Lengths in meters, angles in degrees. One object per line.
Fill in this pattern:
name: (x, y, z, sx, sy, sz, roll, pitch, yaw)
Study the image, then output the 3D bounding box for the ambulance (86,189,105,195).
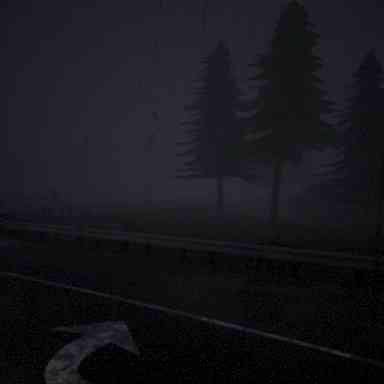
ambulance: (-22.011, 0.435, 75.627, 2.351, 2.431, 6.366, 0, 0, 7)

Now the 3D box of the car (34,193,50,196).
car: (-32.989, 0.886, 73.465, 2.128, 1.511, 4.902, 0, 0, 11)
